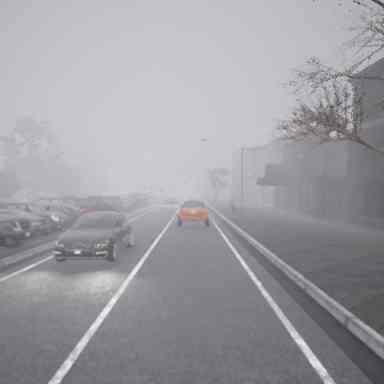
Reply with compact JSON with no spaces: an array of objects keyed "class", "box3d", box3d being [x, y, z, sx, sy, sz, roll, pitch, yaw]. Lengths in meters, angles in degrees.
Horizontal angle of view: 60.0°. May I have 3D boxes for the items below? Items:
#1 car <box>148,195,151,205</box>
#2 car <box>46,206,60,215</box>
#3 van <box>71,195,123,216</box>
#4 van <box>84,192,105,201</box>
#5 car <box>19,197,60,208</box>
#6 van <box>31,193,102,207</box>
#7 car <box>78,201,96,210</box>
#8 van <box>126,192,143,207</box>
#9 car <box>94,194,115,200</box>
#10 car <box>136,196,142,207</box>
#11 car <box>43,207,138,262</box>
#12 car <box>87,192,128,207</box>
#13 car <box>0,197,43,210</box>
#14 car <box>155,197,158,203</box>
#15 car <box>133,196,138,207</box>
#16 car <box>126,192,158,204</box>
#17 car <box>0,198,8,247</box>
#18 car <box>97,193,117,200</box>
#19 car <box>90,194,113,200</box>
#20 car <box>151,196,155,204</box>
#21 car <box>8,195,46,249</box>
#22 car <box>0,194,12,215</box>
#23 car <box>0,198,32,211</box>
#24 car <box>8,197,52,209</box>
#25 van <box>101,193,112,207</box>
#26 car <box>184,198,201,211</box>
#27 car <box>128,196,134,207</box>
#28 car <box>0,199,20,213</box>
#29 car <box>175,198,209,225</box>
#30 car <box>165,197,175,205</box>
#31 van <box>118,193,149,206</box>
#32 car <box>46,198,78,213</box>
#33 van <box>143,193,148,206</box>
[{"class":"car","box3d":[-8.970,1.445,48.895,5.008,1.535,2.097,0,0,0]},{"class":"car","box3d":[-8.923,1.530,15.246,4.674,1.452,2.002,0,0,0]},{"class":"van","box3d":[-9.067,1.281,32.064,4.442,1.987,1.878,0,0,0]},{"class":"van","box3d":[-22.211,1.034,75.870,4.442,1.987,1.878,0,0,0]},{"class":"car","box3d":[-22.047,1.451,48.118,4.892,1.521,2.231,0,0,0]},{"class":"van","box3d":[-9.055,1.272,23.656,4.442,1.987,1.878,0,0,0]},{"class":"car","box3d":[-8.928,1.496,20.852,4.892,1.521,2.231,0,0,0]},{"class":"van","box3d":[-9.083,1.251,43.285,4.442,1.987,1.878,0,0,0]},{"class":"car","box3d":[-22.104,1.245,84.199,4.674,1.452,2.002,0,0,0]},{"class":"car","box3d":[-8.992,1.521,40.483,4.792,1.488,2.163,0,0,0]},{"class":"car","box3d":[-3.351,1.515,12.168,1.837,1.490,4.892,0,0,0]},{"class":"car","box3d":[-8.918,1.253,29.264,5.566,2.045,2.435,0,0,0]},{"class":"car","box3d":[-22.230,1.478,42.562,5.366,1.575,1.946,0,0,0]},{"class":"car","box3d":[-8.802,1.384,57.305,5.366,1.575,1.946,0,0,0]},{"class":"car","box3d":[-8.956,1.539,37.675,4.674,1.452,2.002,0,0,0]},{"class":"car","box3d":[-8.963,1.117,60.106,5.566,2.045,2.435,0,0,0]},{"class":"car","box3d":[-8.889,1.233,9.640,5.566,2.045,2.435,0,0,0]},{"class":"car","box3d":[-22.142,1.061,86.973,4.553,1.767,2.185,0,0,0]},{"class":"car","box3d":[-22.097,1.223,81.423,5.008,1.535,2.097,0,0,0]},{"class":"car","box3d":[-8.986,1.446,54.502,4.674,1.452,2.002,0,0,0]},{"class":"car","box3d":[-8.893,1.236,12.443,5.566,2.045,2.435,0,0,0]},{"class":"car","box3d":[-22.005,1.252,34.232,5.566,2.045,2.435,0,0,0]},{"class":"car","box3d":[-22.012,1.524,39.791,4.792,1.488,2.163,0,0,0]},{"class":"car","box3d":[-22.044,1.466,45.340,5.008,1.535,2.097,0,0,0]},{"class":"van","box3d":[-9.059,1.275,26.459,4.442,1.987,1.878,0,0,0]},{"class":"car","box3d":[0.096,1.518,41.643,2.033,1.411,5.357,0,0,0]},{"class":"car","box3d":[-8.961,1.504,34.872,4.892,1.521,2.231,0,0,0]},{"class":"car","box3d":[-22.066,1.529,37.007,4.792,1.488,2.163,0,0,0]},{"class":"car","box3d":[0.098,1.360,24.078,2.097,1.767,4.553,0,0,0]},{"class":"car","box3d":[-3.319,1.476,54.766,1.994,1.385,4.181,0,0,0]},{"class":"van","box3d":[-9.096,1.200,51.697,4.442,1.987,1.878,0,0,0]},{"class":"car","box3d":[-8.961,1.367,18.050,4.553,1.767,2.185,0,0,0]},{"class":"van","box3d":[-8.854,1.237,46.087,4.442,1.987,1.878,0,0,0]}]
